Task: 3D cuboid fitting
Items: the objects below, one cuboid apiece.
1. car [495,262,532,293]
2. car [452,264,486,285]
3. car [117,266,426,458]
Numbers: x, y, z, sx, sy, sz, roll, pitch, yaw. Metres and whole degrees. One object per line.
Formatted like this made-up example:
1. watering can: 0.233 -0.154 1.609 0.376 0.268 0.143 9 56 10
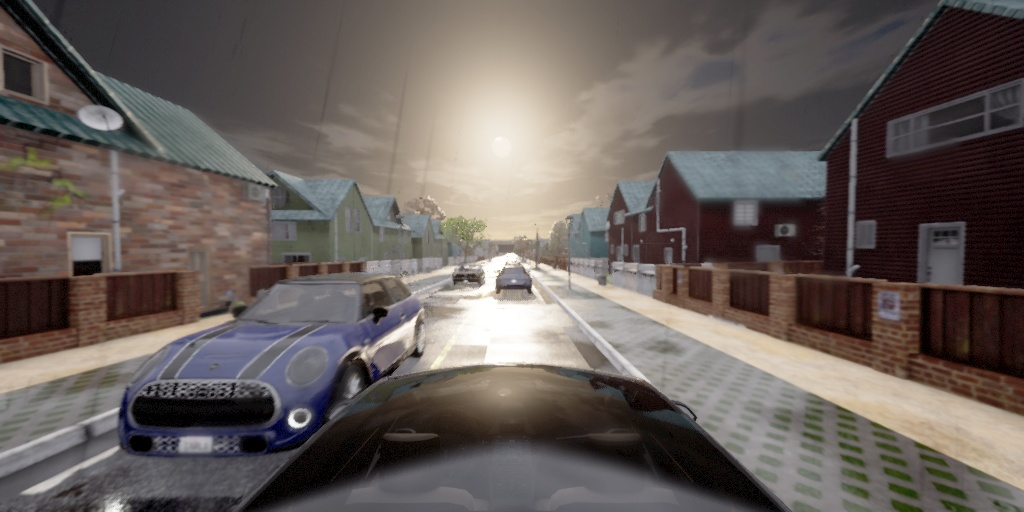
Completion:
1. car: 0.097 1.226 20.195 1.994 1.385 4.181 0 0 0
2. car: -2.853 1.244 24.412 1.895 1.301 4.718 0 0 0
3. car: -2.808 1.085 5.444 2.097 1.767 4.553 0 0 0
